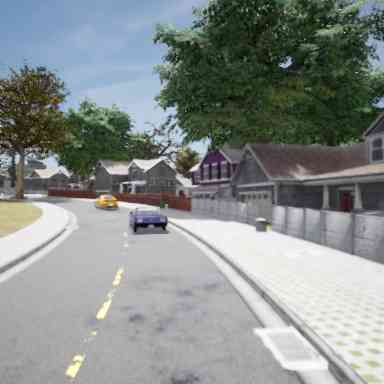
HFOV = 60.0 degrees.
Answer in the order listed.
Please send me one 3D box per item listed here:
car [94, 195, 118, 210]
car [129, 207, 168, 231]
[{"bbox_3d":[-9.864,1.122,38.034,1.882,1.535,5.008,0,1,-28],"label":"car"},{"bbox_3d":[-2.725,1.516,19.888,1.895,1.301,4.718,0,1,-14],"label":"car"}]
